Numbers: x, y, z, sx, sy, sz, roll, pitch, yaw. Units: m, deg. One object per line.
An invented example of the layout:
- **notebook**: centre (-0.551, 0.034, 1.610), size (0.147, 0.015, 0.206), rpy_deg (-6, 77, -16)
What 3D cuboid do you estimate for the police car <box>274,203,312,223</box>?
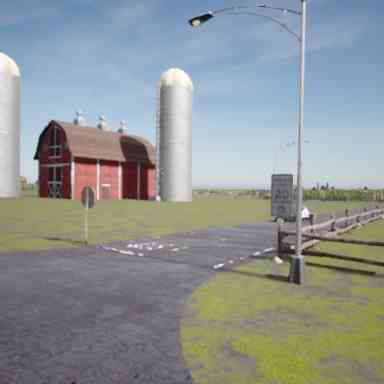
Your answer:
- **police car**: centre (8.570, 1.738, 28.226), size (2.038, 1.542, 4.974), rpy_deg (1, 0, 35)
